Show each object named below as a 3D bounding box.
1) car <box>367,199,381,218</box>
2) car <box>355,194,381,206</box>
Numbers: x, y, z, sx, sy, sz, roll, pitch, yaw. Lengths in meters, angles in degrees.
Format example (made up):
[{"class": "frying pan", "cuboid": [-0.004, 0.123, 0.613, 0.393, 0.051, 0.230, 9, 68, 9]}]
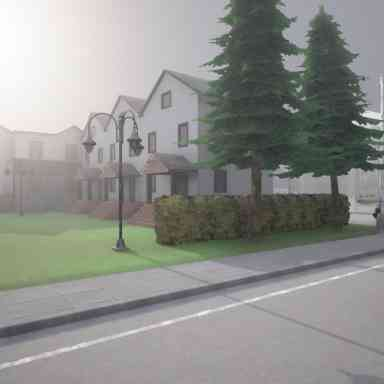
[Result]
[{"class": "car", "cuboid": [14.430, 1.356, 20.980, 2.033, 1.411, 5.357, 0, 0, -36]}, {"class": "car", "cuboid": [26.486, 1.097, 48.752, 1.932, 1.855, 4.605, 0, 0, -36]}]
